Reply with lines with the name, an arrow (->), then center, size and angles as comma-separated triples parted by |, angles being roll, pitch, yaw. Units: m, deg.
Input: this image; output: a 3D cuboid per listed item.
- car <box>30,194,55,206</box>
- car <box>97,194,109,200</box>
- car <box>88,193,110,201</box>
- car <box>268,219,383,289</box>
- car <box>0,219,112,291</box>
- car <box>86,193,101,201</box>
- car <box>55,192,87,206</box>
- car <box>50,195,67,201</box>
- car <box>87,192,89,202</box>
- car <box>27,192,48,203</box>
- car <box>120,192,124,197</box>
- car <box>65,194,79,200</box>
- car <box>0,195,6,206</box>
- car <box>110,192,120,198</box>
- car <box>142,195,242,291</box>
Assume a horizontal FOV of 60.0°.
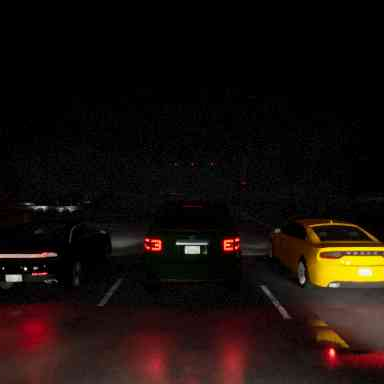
car -> -21.873, 1.370, 49.654 | 1.994, 1.385, 4.181 | 0, 0, -1
car -> -22.436, 1.172, 83.850 | 1.994, 1.385, 4.181 | 0, 0, -1
car -> -18.580, 1.260, 66.770 | 2.033, 1.411, 5.357 | 0, 0, -1
car -> 3.475, 1.468, 9.186 | 1.882, 1.535, 5.008 | 0, 0, 0
car -> -3.522, 1.483, 8.987 | 2.128, 1.511, 4.902 | 0, 0, 0
car -> -22.229, 1.020, 75.450 | 2.097, 1.767, 4.553 | 0, 0, -1
car -> -18.393, 1.024, 50.678 | 2.150, 2.045, 5.566 | 0, 0, -1
car -> -29.182, 1.275, 72.723 | 1.895, 1.301, 4.718 | 0, 0, -1
car -> -22.062, 0.939, 65.858 | 2.150, 2.045, 5.566 | 0, 0, -1
car -> -29.015, 0.954, 63.050 | 2.150, 2.045, 5.566 | 0, 0, -1
car -> -19.057, 1.160, 86.060 | 1.994, 1.385, 4.181 | 0, 0, -4
car -> -29.359, 1.155, 81.633 | 1.812, 1.442, 4.674 | 0, 0, -1
car -> -28.843, 1.167, 47.923 | 2.097, 1.767, 4.553 | 0, 0, -1
car -> -18.754, 1.197, 76.901 | 2.033, 1.411, 5.357 | 0, 0, -1
car -> -0.013, 1.212, 9.131 | 2.150, 2.045, 5.566 | 0, 0, 0
